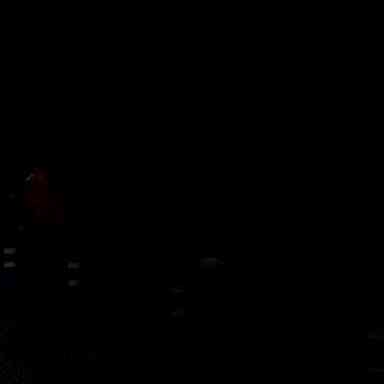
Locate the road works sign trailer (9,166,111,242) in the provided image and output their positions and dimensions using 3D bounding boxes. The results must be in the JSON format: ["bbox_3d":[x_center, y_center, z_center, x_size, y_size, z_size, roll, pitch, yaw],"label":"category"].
[{"bbox_3d":[-4.897,0.813,12.144,3.560,2.880,2.380,3,-41,36],"label":"road works sign trailer"}]
